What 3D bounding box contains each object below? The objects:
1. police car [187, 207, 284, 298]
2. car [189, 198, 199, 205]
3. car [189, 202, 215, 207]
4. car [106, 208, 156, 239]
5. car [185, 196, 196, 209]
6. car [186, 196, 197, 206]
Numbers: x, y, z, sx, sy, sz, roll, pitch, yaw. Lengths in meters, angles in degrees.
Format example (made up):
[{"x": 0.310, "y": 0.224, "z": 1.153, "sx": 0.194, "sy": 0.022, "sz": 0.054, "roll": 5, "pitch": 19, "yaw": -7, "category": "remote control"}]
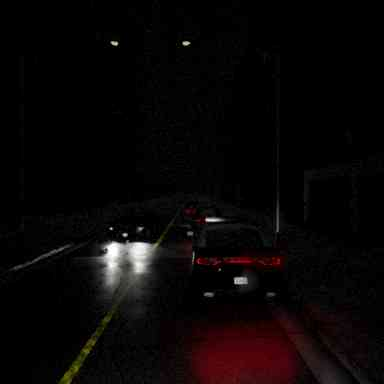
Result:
[{"x": 0.898, "y": 1.428, "z": 8.699, "sx": 1.930, "sy": 1.638, "sz": 5.238, "roll": 0, "pitch": 0, "yaw": 0, "category": "police car"}, {"x": 0.894, "y": 1.490, "z": 24.590, "sx": 1.882, "sy": 1.535, "sz": 5.008, "roll": 0, "pitch": 0, "yaw": 0, "category": "car"}, {"x": 0.896, "y": 1.533, "z": 18.590, "sx": 1.812, "sy": 1.442, "sz": 4.674, "roll": 0, "pitch": 0, "yaw": 0, "category": "car"}, {"x": -3.005, "y": 1.554, "z": 17.597, "sx": 2.033, "sy": 1.411, "sz": 5.357, "roll": 0, "pitch": 0, "yaw": 0, "category": "car"}, {"x": 0.006, "y": 1.633, "z": 45.997, "sx": 1.895, "sy": 1.301, "sz": 4.718, "roll": 0, "pitch": 0, "yaw": 1, "category": "car"}, {"x": -0.014, "y": 1.520, "z": 58.725, "sx": 1.882, "sy": 1.535, "sz": 5.008, "roll": 0, "pitch": 0, "yaw": 0, "category": "car"}]
